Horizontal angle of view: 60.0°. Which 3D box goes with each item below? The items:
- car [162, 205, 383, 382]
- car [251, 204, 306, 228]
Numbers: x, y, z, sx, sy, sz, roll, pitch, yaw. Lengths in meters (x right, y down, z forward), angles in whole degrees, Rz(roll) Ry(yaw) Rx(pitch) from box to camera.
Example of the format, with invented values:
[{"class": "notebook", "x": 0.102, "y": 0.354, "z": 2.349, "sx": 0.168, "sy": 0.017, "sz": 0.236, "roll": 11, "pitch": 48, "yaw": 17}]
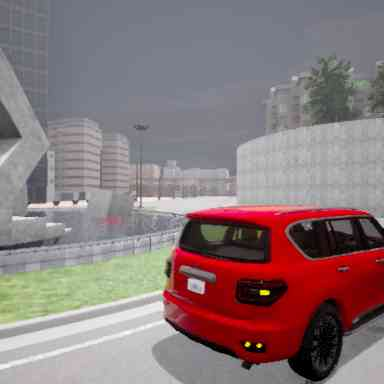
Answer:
[{"class": "car", "x": 2.096, "y": 1.257, "z": 5.785, "sx": 5.566, "sy": 2.045, "sz": 2.150, "roll": 1, "pitch": 0, "yaw": -40}, {"class": "car", "x": 6.213, "y": 1.665, "z": 24.495, "sx": 1.812, "sy": 1.442, "sz": 4.674, "roll": 1, "pitch": 0, "yaw": -15}]
